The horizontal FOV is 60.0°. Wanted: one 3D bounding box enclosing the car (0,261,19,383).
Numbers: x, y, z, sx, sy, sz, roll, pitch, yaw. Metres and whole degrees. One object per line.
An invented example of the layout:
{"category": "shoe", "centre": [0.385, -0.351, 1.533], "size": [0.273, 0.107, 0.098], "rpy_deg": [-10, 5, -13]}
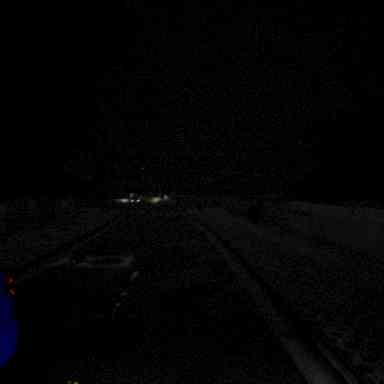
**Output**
{"category": "car", "centre": [-2.896, 1.230, 1.273], "size": [2.150, 2.045, 5.566], "rpy_deg": [0, 0, -1]}

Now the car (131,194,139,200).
{"category": "car", "centre": [-15.716, 1.366, 92.144], "size": [2.097, 1.767, 4.553], "rpy_deg": [0, 0, -10]}
